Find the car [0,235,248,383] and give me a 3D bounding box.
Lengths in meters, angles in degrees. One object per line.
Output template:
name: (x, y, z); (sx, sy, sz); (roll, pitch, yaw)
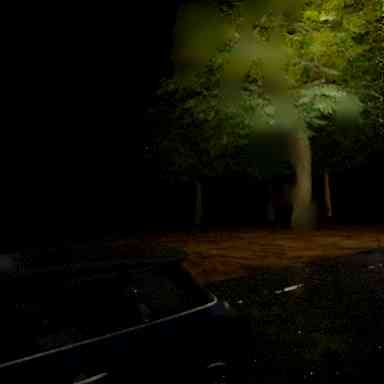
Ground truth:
car: (-1.727, 1.351, 2.759); (4.553, 1.767, 2.097); (0, 0, -35)
